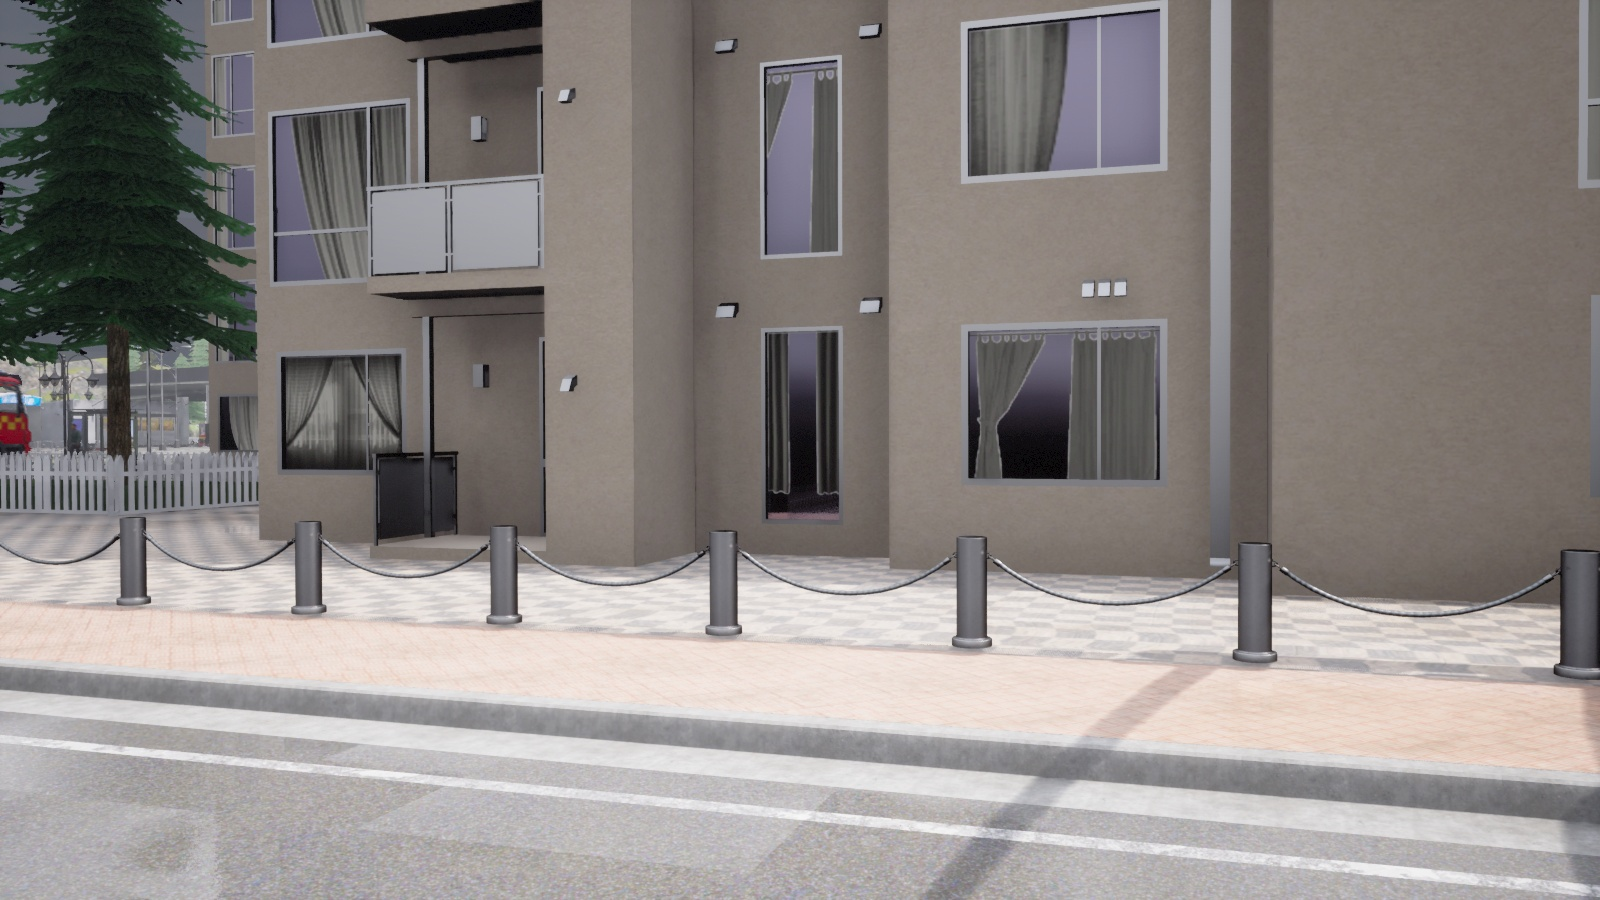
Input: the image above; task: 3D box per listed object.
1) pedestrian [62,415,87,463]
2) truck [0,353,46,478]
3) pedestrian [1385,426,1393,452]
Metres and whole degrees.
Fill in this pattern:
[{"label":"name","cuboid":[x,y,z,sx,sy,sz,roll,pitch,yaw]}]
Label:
[{"label":"pedestrian","cuboid":[-29.926,-0.470,51.818,0.423,1.949,0.788,0,1,17]},{"label":"truck","cuboid":[-26.827,-1.040,36.588,2.891,3.827,8.468,1,1,18]},{"label":"pedestrian","cuboid":[41.400,-0.786,88.266,0.431,1.840,0.703,0,1,17]}]
